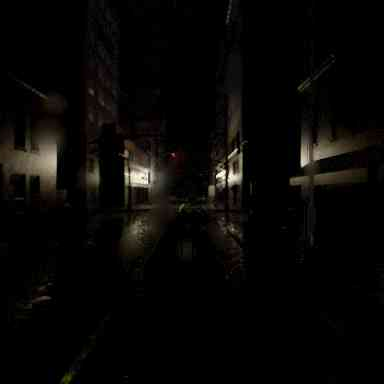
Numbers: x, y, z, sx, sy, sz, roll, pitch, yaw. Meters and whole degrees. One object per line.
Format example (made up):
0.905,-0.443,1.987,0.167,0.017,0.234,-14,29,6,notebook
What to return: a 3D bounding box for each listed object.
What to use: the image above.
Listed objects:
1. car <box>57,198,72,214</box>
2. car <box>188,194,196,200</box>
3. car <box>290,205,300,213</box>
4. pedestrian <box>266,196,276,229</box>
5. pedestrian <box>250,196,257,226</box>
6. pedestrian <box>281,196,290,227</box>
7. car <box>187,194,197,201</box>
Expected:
-14.605,1.380,34.030,4.097,1.590,1.967,0,0,1,car
-0.008,1.222,86.342,1.837,1.490,4.892,0,0,0,car
12.419,1.471,33.751,4.829,1.417,1.752,0,0,1,car
4.494,1.120,18.705,0.375,1.860,0.375,0,0,0,pedestrian
3.633,1.117,19.905,0.375,1.860,0.375,0,0,0,pedestrian
5.537,1.124,19.305,0.375,1.860,0.375,0,0,0,pedestrian
-0.006,1.384,76.340,1.812,1.442,4.674,0,0,0,car
